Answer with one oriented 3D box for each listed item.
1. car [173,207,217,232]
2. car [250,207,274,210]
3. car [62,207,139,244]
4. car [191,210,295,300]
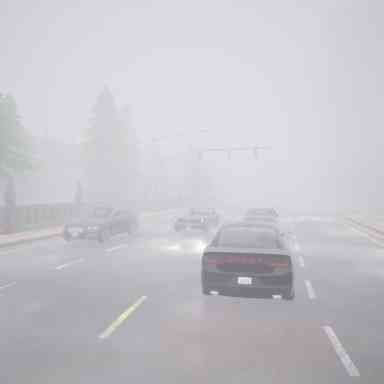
[{"bbox_3d":[0.390,1.575,19.607,1.895,1.301,4.718,0,0,15],"label":"car"},{"bbox_3d":[3.847,1.516,18.327,2.033,1.411,5.357,0,0,15],"label":"car"},{"bbox_3d":[-4.200,1.480,16.037,2.128,1.511,4.902,0,0,15],"label":"car"},{"bbox_3d":[1.479,1.464,8.504,1.882,1.535,5.008,0,0,12],"label":"car"}]
